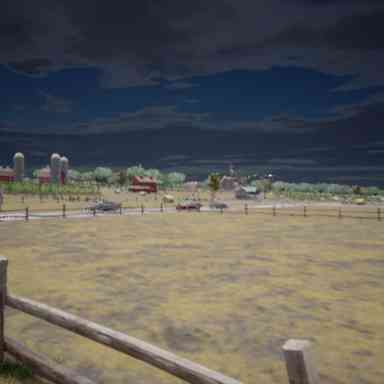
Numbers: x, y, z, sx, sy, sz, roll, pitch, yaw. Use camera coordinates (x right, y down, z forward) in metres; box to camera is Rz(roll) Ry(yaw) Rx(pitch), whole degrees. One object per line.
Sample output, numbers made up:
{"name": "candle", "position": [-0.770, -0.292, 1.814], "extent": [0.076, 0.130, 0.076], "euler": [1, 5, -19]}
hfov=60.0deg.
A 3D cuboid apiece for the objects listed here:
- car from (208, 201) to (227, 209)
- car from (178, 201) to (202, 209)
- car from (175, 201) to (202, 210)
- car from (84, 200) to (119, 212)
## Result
{"name": "car", "position": [4.898, 2.419, 62.532], "extent": [2.128, 1.511, 4.902], "euler": [2, 0, 36]}
{"name": "car", "position": [-0.272, 2.365, 60.044], "extent": [1.895, 1.301, 4.718], "euler": [2, 0, 36]}
{"name": "car", "position": [-0.698, 2.354, 54.647], "extent": [1.895, 1.301, 4.718], "euler": [2, 0, 36]}
{"name": "car", "position": [-11.898, 1.901, 43.983], "extent": [1.837, 1.490, 4.892], "euler": [2, 0, 36]}
